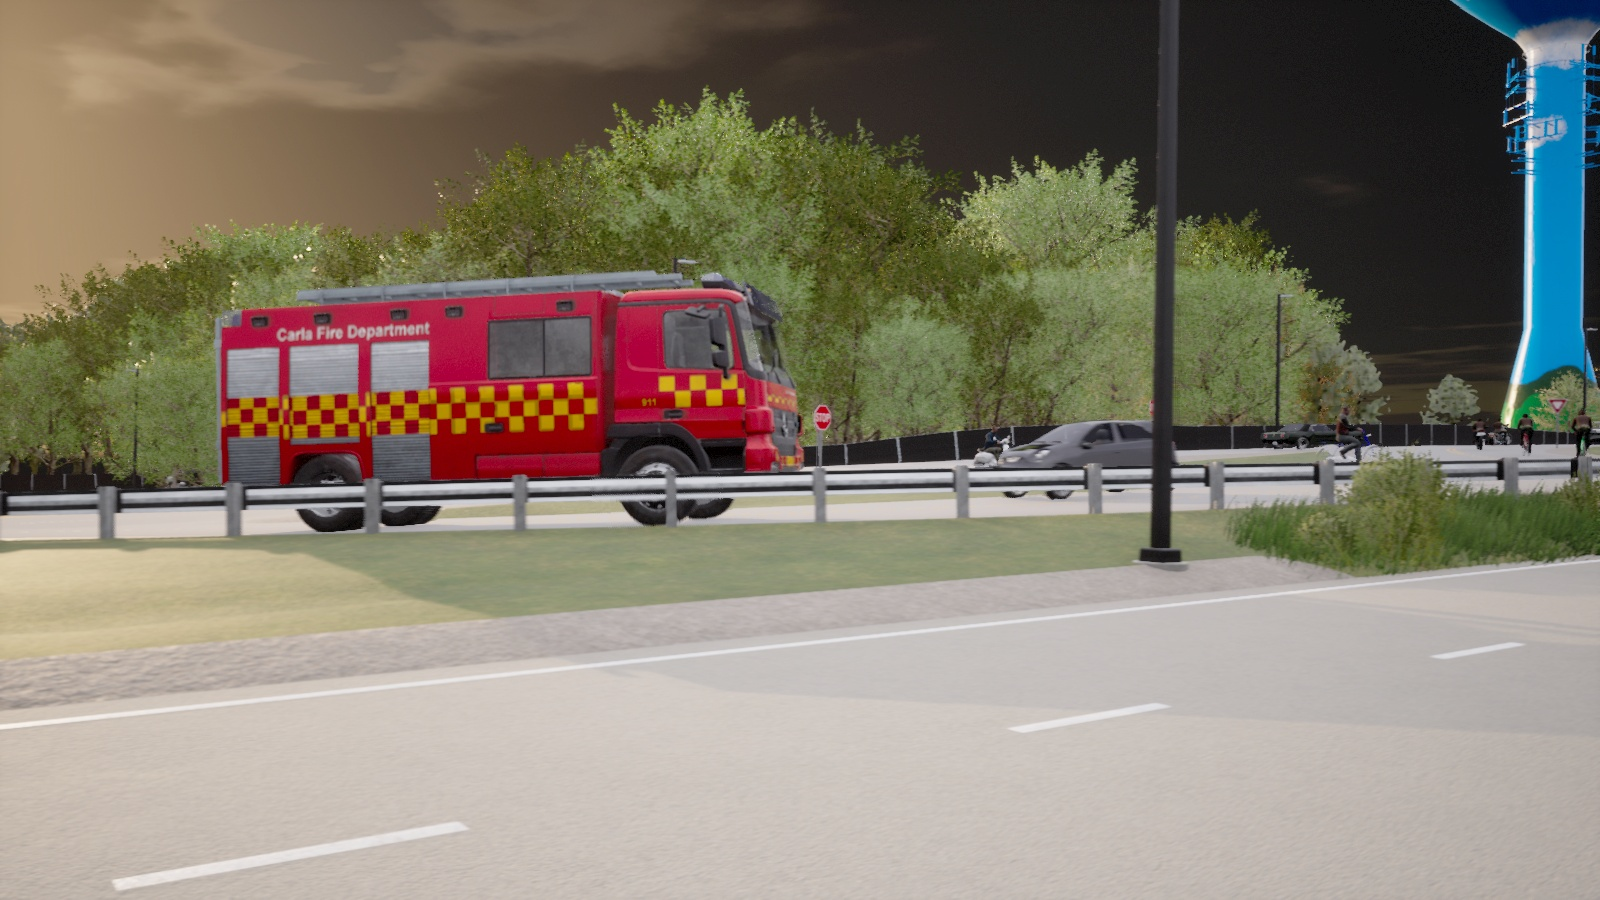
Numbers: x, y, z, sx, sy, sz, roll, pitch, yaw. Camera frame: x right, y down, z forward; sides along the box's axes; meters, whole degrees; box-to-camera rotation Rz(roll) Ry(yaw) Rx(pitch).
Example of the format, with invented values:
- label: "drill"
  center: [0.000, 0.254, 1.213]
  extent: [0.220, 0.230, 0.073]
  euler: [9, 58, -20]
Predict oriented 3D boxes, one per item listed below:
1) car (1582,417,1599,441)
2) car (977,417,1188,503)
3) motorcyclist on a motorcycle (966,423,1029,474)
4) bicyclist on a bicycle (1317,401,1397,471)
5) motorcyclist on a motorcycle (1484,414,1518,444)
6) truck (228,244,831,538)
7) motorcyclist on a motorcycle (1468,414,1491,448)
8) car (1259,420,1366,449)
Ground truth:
- label: "car"
  center: [51.785, -1.336, 79.914]
  extent: [3.806, 1.475, 1.970]
  euler: [-1, 0, -32]
- label: "car"
  center: [5.543, 0.175, 24.643]
  extent: [3.633, 1.501, 1.845]
  euler: [-2, 0, -26]
- label: "motorcyclist on a motorcycle"
  center: [6.460, -0.041, 41.067]
  extent: [1.817, 1.590, 0.866]
  euler: [-1, 2, 43]
- label: "bicyclist on a bicycle"
  center: [14.638, -0.348, 33.064]
  extent: [1.843, 1.776, 0.659]
  euler: [-2, -1, 20]
- label: "motorcyclist on a motorcycle"
  center: [40.087, -1.206, 71.820]
  extent: [2.350, 1.649, 0.766]
  euler: [-1, 1, -37]
- label: "truck"
  center: [-3.981, -0.739, 19.219]
  extent: [8.468, 3.827, 2.891]
  euler: [-2, -1, 10]
- label: "motorcyclist on a motorcycle"
  center: [31.748, -0.886, 58.708]
  extent: [0.797, 1.523, 2.044]
  euler: [0, 1, 24]
- label: "car"
  center: [24.946, -0.761, 61.093]
  extent: [4.718, 1.301, 1.895]
  euler: [-1, 1, -19]
